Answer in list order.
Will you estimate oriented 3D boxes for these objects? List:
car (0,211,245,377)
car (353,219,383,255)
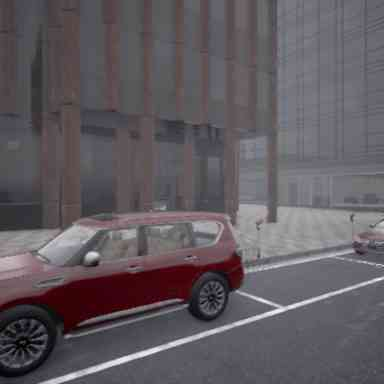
[{"bbox_3d":[-1.291,1.312,5.728,5.009,1.841,2.192,0,0,-35],"label":"car"},{"bbox_3d":[7.563,1.562,12.042,4.206,1.307,1.802,0,0,-35],"label":"car"}]
